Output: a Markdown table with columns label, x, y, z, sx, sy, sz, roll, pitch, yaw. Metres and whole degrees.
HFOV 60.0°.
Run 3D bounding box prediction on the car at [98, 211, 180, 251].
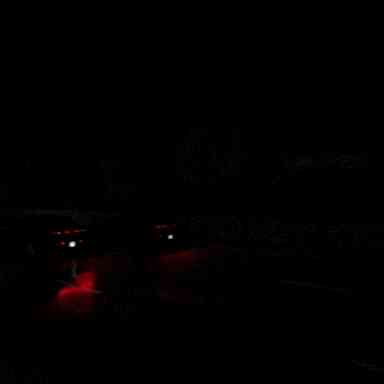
| label | x | y | z | sx | sy | sz | roll | pitch | yaw |
| --- | --- | --- | --- | --- | --- | --- | --- | --- | --- |
| car | -2.804 | 1.602 | 14.752 | 4.902 | 1.511 | 2.128 | -1 | -1 | 37 |

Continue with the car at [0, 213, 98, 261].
| label | x | y | z | sx | sy | sz | roll | pitch | yaw |
| --- | --- | --- | --- | --- | --- | --- | --- | --- | --- |
| car | -6.017 | 1.604 | 12.784 | 4.892 | 1.490 | 1.837 | -2 | -2 | 37 |
